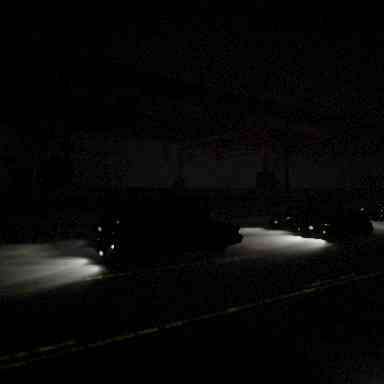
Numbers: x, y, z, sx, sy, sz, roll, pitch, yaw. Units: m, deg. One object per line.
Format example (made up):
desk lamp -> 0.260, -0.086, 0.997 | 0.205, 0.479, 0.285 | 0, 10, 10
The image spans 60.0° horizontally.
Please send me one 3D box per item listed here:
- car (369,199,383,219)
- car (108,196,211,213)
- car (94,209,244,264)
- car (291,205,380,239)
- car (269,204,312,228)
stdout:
car -> 15.423, 1.316, 26.494 | 4.553, 1.767, 2.097 | 0, 0, -33
car -> -1.558, 1.212, 15.486 | 5.566, 2.045, 2.150 | 0, 0, -33
car -> -0.626, 1.538, 11.911 | 5.357, 1.411, 2.033 | 0, 0, -33
car -> 7.423, 1.543, 17.145 | 4.181, 1.385, 1.994 | 0, 0, -33
car -> 6.934, 1.502, 21.001 | 4.674, 1.442, 1.812 | 0, 0, -33
